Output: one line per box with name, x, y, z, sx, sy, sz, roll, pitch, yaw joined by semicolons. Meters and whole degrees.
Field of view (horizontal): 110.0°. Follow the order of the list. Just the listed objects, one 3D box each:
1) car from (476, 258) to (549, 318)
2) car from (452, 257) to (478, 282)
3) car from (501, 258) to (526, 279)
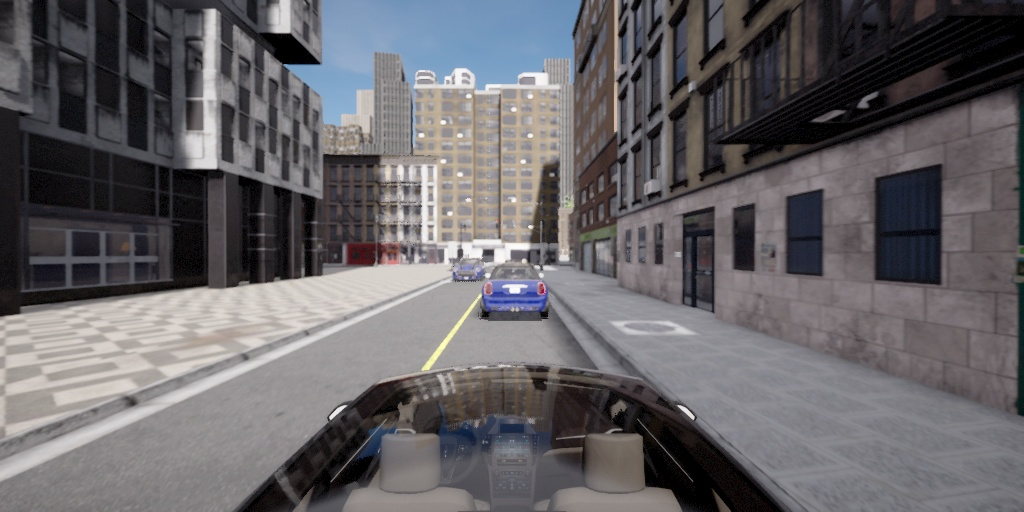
car;0.091;1.016;12.683;2.097;1.767;4.553;0;0;0
car;-3.087;0.902;26.486;2.097;1.767;4.553;0;0;0
car;0.102;0.998;29.846;1.882;1.535;5.008;0;0;0
